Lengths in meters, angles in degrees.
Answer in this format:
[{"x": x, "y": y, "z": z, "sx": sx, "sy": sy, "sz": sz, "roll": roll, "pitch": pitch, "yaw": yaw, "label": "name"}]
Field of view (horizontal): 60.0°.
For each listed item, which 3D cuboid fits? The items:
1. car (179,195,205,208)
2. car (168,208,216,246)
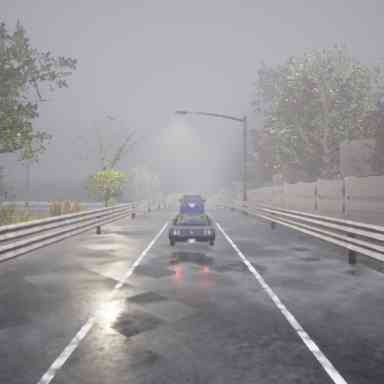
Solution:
[{"x": 0.003, "y": 1.261, "z": 30.250, "sx": 2.150, "sy": 2.045, "sz": 5.566, "roll": 0, "pitch": 0, "yaw": 0, "label": "car"}, {"x": 0.002, "y": 1.617, "z": 15.212, "sx": 1.895, "sy": 1.301, "sz": 4.718, "roll": 0, "pitch": 0, "yaw": 0, "label": "car"}]
